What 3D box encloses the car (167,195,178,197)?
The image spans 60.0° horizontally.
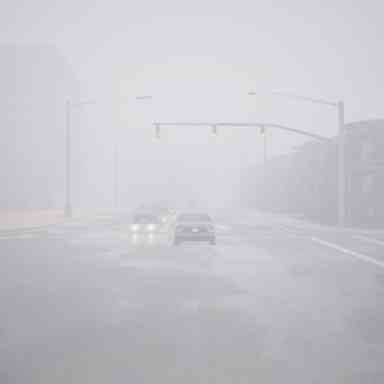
[{"bbox_3d":[-3.395,1.500,57.449,2.150,2.045,5.566,0,0,0],"label":"car"}]

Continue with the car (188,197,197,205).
[{"bbox_3d":[0.123,1.829,67.553,1.837,1.490,4.892,0,0,0],"label":"car"}]

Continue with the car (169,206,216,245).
[{"bbox_3d":[0.129,1.625,16.054,2.033,1.411,5.357,0,0,0],"label":"car"}]

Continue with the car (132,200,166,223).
[{"bbox_3d":[-3.547,1.679,27.152,2.033,1.411,5.357,0,0,0],"label":"car"}]

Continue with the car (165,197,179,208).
[{"bbox_3d":[-3.414,1.775,47.085,2.033,1.411,5.357,0,0,0],"label":"car"}]

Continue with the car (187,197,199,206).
[{"bbox_3d":[0.104,1.754,57.139,1.882,1.535,5.008,0,0,0],"label":"car"}]

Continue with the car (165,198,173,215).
[{"bbox_3d":[-3.500,1.683,36.762,1.837,1.490,4.892,0,0,1],"label":"car"}]
